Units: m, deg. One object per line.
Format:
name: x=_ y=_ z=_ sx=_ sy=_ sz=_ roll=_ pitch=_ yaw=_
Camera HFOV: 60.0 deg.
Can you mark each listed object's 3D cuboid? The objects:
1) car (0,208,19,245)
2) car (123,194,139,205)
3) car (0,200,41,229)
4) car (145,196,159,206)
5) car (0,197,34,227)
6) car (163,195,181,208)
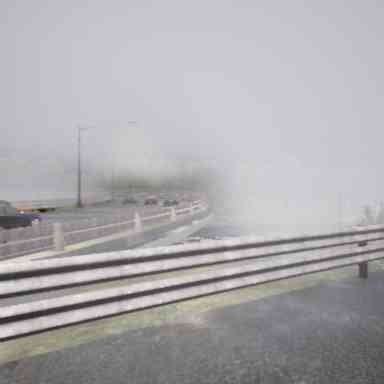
car: x=-8.344 y=1.467 z=10.864 sx=1.812 sy=1.442 sz=4.674 roll=0 pitch=0 yaw=19
car: x=-9.749 y=1.137 z=53.387 sx=2.097 sy=1.767 sz=4.553 roll=0 pitch=0 yaw=-3
car: x=-10.064 y=1.392 z=17.239 sx=1.882 sy=1.535 sz=5.008 roll=0 pitch=0 yaw=16
car: x=-6.099 y=1.280 z=50.935 sx=1.882 sy=1.535 sz=5.008 roll=0 pitch=0 yaw=-2
car: x=-12.615 y=1.246 z=21.366 sx=2.097 sy=1.767 sz=4.553 roll=0 pitch=0 yaw=14
car: x=-2.578 y=1.186 z=44.214 sx=2.097 sy=1.767 sz=4.553 roll=0 pitch=0 yaw=2
